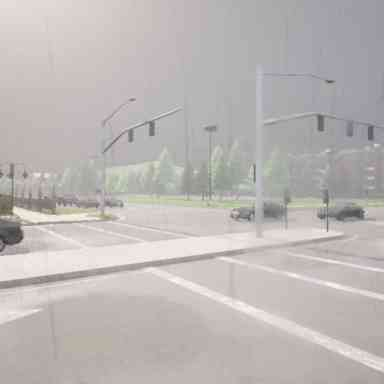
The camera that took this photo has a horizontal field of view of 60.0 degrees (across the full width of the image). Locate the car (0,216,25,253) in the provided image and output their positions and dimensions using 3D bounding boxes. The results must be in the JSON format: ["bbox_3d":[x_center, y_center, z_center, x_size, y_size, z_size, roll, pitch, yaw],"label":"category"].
[{"bbox_3d":[-8.724,1.505,11.895,4.892,1.490,1.837,0,0,-35],"label":"car"}]

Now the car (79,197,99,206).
[{"bbox_3d":[-17.191,1.560,55.536,1.994,1.385,4.181,0,0,-36],"label":"car"}]

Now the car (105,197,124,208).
[{"bbox_3d":[-11.430,1.488,47.593,2.128,1.511,4.902,0,0,-36],"label":"car"}]

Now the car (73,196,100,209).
[{"bbox_3d":[-14.235,1.598,45.497,1.895,1.301,4.718,0,0,-36],"label":"car"}]

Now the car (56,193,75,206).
[{"bbox_3d":[-19.947,1.219,53.372,2.150,2.045,5.566,0,0,-36],"label":"car"}]

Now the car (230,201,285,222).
[{"bbox_3d":[5.170,1.487,26.081,4.902,1.511,2.128,0,0,-35],"label":"car"}]

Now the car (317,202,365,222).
[{"bbox_3d":[12.033,1.520,26.667,4.674,1.442,1.812,0,0,-35],"label":"car"}]

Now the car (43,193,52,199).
[{"bbox_3d":[-26.083,1.219,61.918,2.150,2.045,5.566,0,0,-35],"label":"car"}]

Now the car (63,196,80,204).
[{"bbox_3d":[-23.000,1.560,63.629,1.994,1.385,4.181,0,0,-36],"label":"car"}]
